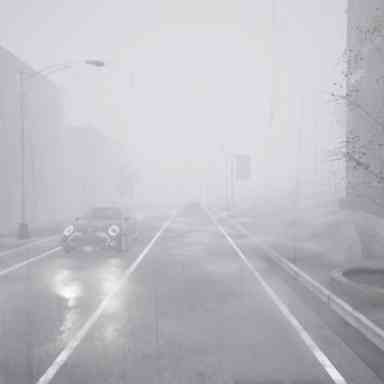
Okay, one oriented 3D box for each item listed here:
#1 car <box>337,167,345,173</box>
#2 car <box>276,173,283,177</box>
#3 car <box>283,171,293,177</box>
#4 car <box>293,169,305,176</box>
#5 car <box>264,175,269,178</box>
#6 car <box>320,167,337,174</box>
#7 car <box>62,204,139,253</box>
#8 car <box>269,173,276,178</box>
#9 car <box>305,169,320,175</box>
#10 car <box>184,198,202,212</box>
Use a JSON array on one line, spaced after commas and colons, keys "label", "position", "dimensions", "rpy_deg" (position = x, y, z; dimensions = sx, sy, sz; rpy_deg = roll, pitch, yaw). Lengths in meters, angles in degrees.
[{"label": "car", "position": [25.054, -3.452, 51.062], "dimensions": [2.231, 1.521, 4.892], "rpy_deg": [0, 1, -9]}, {"label": "car", "position": [22.113, -3.967, 78.630], "dimensions": [2.002, 1.452, 4.674], "rpy_deg": [0, 1, -2]}, {"label": "car", "position": [22.464, -3.896, 73.093], "dimensions": [2.097, 1.535, 5.008], "rpy_deg": [0, 1, -4]}, {"label": "car", "position": [22.931, -3.911, 67.588], "dimensions": [2.185, 1.767, 4.553], "rpy_deg": [0, 1, -5]}, {"label": "car", "position": [21.753, -4.200, 89.690], "dimensions": [2.231, 1.521, 4.892], "rpy_deg": [0, 1, -1]}, {"label": "car", "position": [24.250, -3.522, 56.423], "dimensions": [2.002, 1.452, 4.674], "rpy_deg": [0, 1, -7]}, {"label": "car", "position": [-3.497, 1.326, 13.452], "dimensions": [2.097, 1.767, 4.553], "rpy_deg": [0, 0, 0]}, {"label": "car", "position": [21.881, -4.112, 84.172], "dimensions": [2.231, 1.521, 4.892], "rpy_deg": [0, 1, -1]}, {"label": "car", "position": [23.549, -3.642, 61.897], "dimensions": [2.163, 1.488, 4.792], "rpy_deg": [0, 1, -6]}, {"label": "car", "position": [0.096, 1.451, 38.327], "dimensions": [1.812, 1.442, 4.674], "rpy_deg": [0, 0, 0]}]
